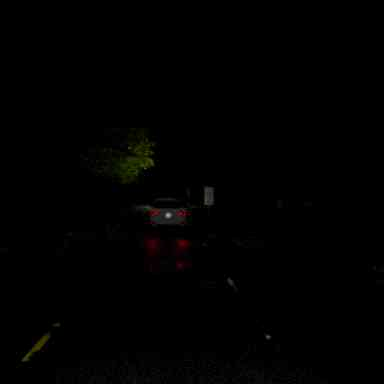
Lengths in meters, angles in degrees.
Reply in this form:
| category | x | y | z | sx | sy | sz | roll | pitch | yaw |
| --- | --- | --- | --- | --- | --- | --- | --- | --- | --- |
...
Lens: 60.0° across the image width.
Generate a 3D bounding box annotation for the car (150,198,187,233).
| category | x | y | z | sx | sy | sz | roll | pitch | yaw |
| --- | --- | --- | --- | --- | --- | --- | --- | --- | --- |
| car | -1.511 | 1.394 | 21.317 | 2.150 | 2.045 | 5.566 | 1 | -1 | -4 |
